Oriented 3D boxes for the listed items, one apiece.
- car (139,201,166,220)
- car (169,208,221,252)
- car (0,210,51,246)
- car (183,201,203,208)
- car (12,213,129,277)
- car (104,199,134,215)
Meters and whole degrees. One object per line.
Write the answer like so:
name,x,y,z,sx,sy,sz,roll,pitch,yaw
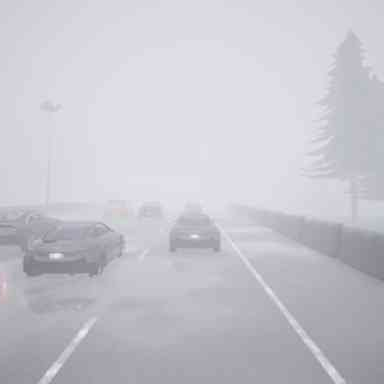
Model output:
car,-3.387,1.536,28.767,1.882,1.535,5.008,0,0,0
car,0.106,1.574,14.052,1.994,1.385,4.181,0,0,0
car,-6.894,1.502,13.791,2.128,1.511,4.902,0,0,0
car,0.111,1.622,32.566,2.033,1.411,5.357,0,0,0
car,-3.395,1.572,10.323,1.994,1.385,4.181,0,0,0
car,-6.886,1.437,31.707,2.097,1.767,4.553,0,-1,0
